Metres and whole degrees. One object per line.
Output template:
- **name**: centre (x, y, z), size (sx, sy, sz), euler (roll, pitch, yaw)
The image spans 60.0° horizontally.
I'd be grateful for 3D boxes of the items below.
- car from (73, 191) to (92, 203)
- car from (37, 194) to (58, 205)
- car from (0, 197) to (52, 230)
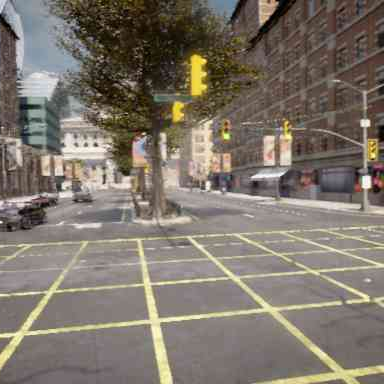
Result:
- **car**: centre (-13.838, 0.581, 42.280), size (2.033, 1.411, 5.357), euler (-1, 2, -11)
- **car**: centre (-15.971, 0.858, 36.160), size (1.895, 1.301, 4.718), euler (-1, 2, -11)
- **car**: centre (-9.434, 1.225, 17.961), size (1.994, 1.385, 4.181), euler (-1, 2, -6)
